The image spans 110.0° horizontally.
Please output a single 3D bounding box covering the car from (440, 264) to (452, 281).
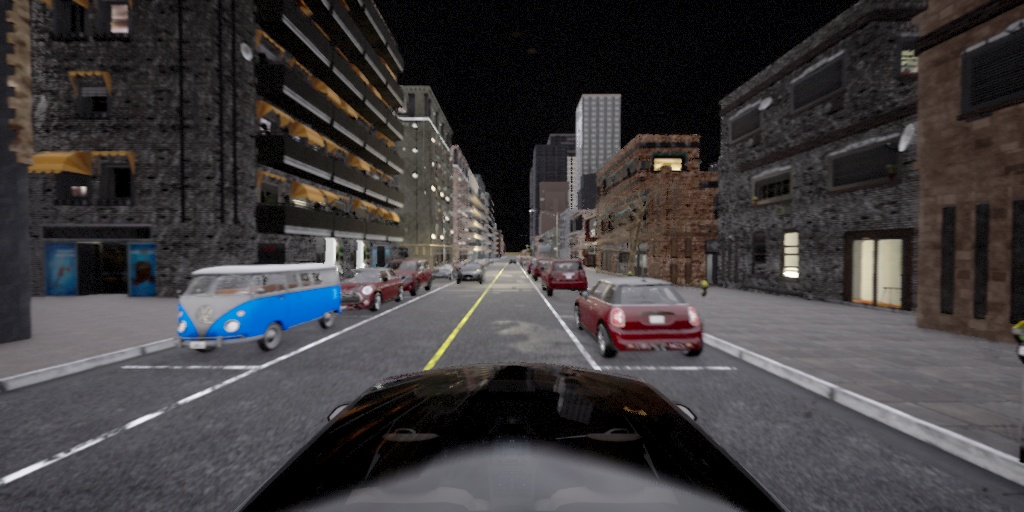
[{"bbox_3d":[-5.642,1.324,30.224,2.007,1.370,4.403,0,0,0],"label":"car"}]

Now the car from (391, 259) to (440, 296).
[{"bbox_3d":[-5.662,1.077,19.409,2.192,1.841,5.009,0,0,0],"label":"car"}]

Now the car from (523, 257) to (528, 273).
[{"bbox_3d":[2.760,1.110,41.015,2.192,1.841,5.009,0,0,0],"label":"car"}]

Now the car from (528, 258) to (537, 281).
[{"bbox_3d":[2.739,1.099,30.200,2.192,1.841,5.009,0,0,0],"label":"car"}]

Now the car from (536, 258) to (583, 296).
[{"bbox_3d":[2.719,1.087,19.386,2.192,1.841,5.009,0,0,0],"label":"car"}]

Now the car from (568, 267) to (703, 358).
[{"bbox_3d":[2.698,1.201,8.571,1.967,1.591,4.097,0,0,0],"label":"car"}]

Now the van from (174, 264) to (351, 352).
[{"bbox_3d":[-5.683,1.091,8.595,1.690,1.789,3.998,0,0,0],"label":"van"}]

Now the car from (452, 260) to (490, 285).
[{"bbox_3d":[-2.966,1.282,26.812,1.837,1.490,4.892,0,-1,0],"label":"car"}]

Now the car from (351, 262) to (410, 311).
[{"bbox_3d":[-5.672,1.196,14.002,1.967,1.591,4.097,0,0,0],"label":"car"}]

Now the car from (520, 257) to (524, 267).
[{"bbox_3d":[2.800,1.375,62.145,2.007,1.370,4.403,0,0,0],"label":"car"}]
